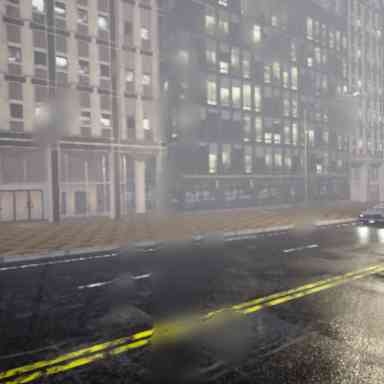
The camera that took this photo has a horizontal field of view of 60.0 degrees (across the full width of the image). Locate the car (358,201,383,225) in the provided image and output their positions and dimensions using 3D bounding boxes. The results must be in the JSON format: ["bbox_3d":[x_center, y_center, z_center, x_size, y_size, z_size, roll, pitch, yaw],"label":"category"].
[{"bbox_3d":[12.429,1.259,20.517,5.357,1.411,2.033,-1,1,-35],"label":"car"}]
